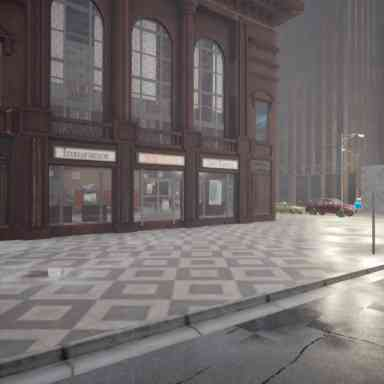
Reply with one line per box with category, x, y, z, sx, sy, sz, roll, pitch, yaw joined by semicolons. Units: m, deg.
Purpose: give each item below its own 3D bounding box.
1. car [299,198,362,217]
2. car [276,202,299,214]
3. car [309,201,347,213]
car;13.884;1.524;33.570;2.192;1.841;5.009;0;0;-35
car;10.737;1.800;38.023;1.752;1.417;4.829;0;0;-35
car;17.595;1.900;43.091;1.802;1.307;4.206;-1;0;-35
